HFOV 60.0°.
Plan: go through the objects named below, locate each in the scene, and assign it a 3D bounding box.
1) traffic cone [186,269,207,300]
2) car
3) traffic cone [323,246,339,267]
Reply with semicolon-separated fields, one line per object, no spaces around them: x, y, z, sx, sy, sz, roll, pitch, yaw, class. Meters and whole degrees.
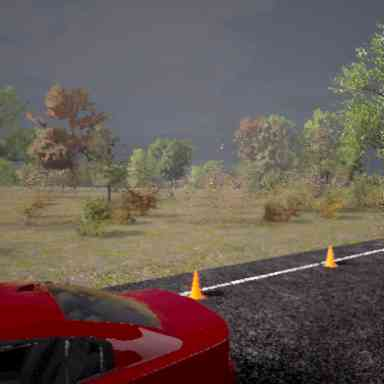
0.087;1.941;7.066;0.340;0.580;0.340;0;0;-36;traffic cone
-1.956;1.481;2.103;5.008;1.535;1.882;0;0;-36;car
4.155;1.920;9.973;0.340;0.580;0.340;0;0;-36;traffic cone
